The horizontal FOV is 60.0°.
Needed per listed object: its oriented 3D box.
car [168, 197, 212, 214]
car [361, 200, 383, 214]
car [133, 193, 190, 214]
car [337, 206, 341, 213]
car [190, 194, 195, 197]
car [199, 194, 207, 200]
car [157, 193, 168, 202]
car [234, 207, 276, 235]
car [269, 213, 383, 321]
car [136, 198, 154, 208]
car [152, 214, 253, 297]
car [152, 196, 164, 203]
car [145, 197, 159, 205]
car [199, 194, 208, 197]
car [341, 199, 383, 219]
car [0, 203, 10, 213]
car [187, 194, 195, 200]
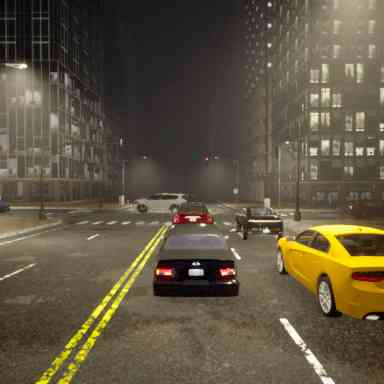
[{"bbox_3d":[0.033,1.342,18.034,2.097,1.767,4.553,0,0,0],"label":"car"},{"bbox_3d":[21.669,1.643,36.960,4.829,1.417,1.752,1,0,1],"label":"car"},{"bbox_3d":[-3.315,1.160,34.653,5.566,2.045,2.150,1,1,1],"label":"car"},{"bbox_3d":[17.584,1.627,34.416,4.892,1.490,1.837,0,1,1],"label":"car"},{"bbox_3d":[-0.304,1.470,79.761,1.994,1.385,4.181,0,0,0],"label":"car"},{"bbox_3d":[2.907,1.295,89.808,1.994,1.385,4.181,0,0,0],"label":"car"},{"bbox_3d":[-6.800,1.153,78.305,2.150,2.045,5.566,0,0,0],"label":"car"},{"bbox_3d":[3.277,1.482,16.864,2.128,1.511,4.902,0,0,1],"label":"car"},{"bbox_3d":[3.323,1.474,7.447,1.882,1.535,5.008,0,0,0],"label":"car"},{"bbox_3d":[-6.784,1.567,48.379,1.895,1.301,4.718,0,0,0],"label":"car"},{"bbox_3d":[0.067,1.543,8.719,2.033,1.411,5.357,0,0,0],"label":"car"},{"bbox_3d":[-6.777,1.507,67.556,1.994,1.385,4.181,0,0,0],"label":"car"},{"bbox_3d":[-6.794,1.556,57.551,1.895,1.301,4.718,0,0,0],"label":"car"},{"bbox_3d":[2.946,1.272,79.743,2.097,1.767,4.553,0,0,0],"label":"car"},{"bbox_3d":[16.093,1.519,28.652,5.009,1.841,2.192,1,0,1],"label":"car"},{"bbox_3d":[-20.035,1.317,31.697,5.008,1.535,1.882,1,1,1],"label":"car"},{"bbox_3d":[-0.343,1.295,89.797,1.994,1.385,4.181,0,0,0],"label":"car"}]
